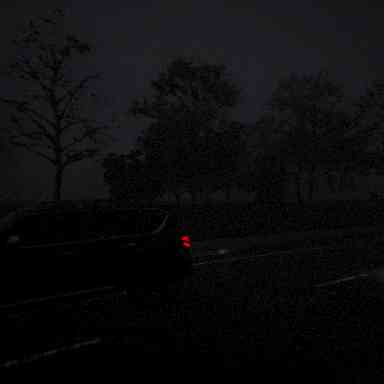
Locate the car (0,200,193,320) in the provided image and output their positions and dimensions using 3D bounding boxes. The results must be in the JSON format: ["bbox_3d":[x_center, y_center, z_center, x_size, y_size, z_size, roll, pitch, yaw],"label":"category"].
[{"bbox_3d":[-2.598,1.207,6.330,5.566,2.045,2.150,0,0,-34],"label":"car"}]
